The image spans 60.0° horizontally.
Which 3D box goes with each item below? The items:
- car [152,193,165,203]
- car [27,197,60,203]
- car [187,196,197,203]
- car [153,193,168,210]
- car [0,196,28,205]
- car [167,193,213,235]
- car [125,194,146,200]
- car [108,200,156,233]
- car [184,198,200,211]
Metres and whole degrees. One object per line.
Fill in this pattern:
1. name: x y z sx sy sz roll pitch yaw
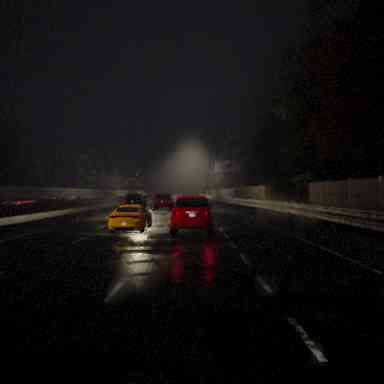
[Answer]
1. car: -6.998 1.226 70.725 2.150 2.045 5.566 0 0 0
2. car: -17.499 1.439 40.513 2.128 1.511 4.902 0 0 0
3. car: 0.002 1.553 70.886 1.994 1.385 4.181 0 0 0
4. car: -3.499 1.222 41.623 2.150 2.045 5.566 0 0 0
5. car: -20.999 1.361 40.543 2.097 1.767 4.553 0 0 0
6. car: 0.002 1.222 18.830 2.150 2.045 5.566 0 0 0
7. car: -7.003 1.221 41.503 2.150 2.045 5.566 0 0 0
8. car: -3.499 1.478 19.540 1.882 1.535 5.008 0 0 0
9. car: -0.001 1.526 41.716 1.812 1.442 4.674 0 0 0
